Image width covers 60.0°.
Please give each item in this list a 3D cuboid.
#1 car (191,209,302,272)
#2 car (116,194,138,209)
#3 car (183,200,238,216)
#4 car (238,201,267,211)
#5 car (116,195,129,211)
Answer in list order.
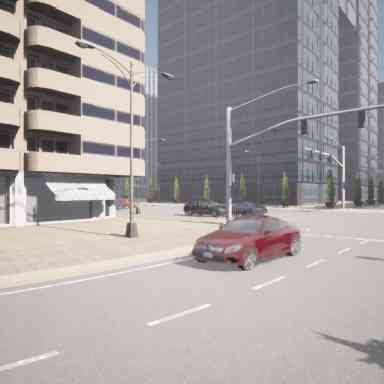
[{"bbox_3d":[2.036,1.526,11.112,1.812,1.442,4.674,0,0,43],"label":"car"},{"bbox_3d":[-9.781,1.276,45.082,5.566,2.045,2.150,0,0,41],"label":"car"},{"bbox_3d":[1.374,1.546,30.943,4.902,1.511,2.128,0,0,41],"label":"car"},{"bbox_3d":[5.237,1.619,32.246,4.181,1.385,1.994,0,0,41],"label":"car"},{"bbox_3d":[-10.381,1.533,40.991,5.008,1.535,1.882,0,0,41],"label":"car"}]
